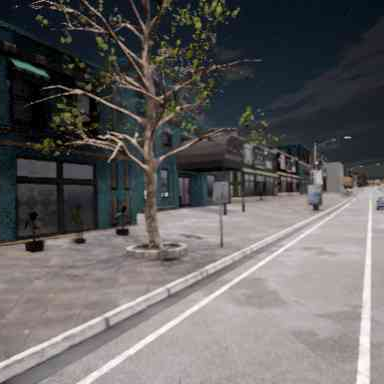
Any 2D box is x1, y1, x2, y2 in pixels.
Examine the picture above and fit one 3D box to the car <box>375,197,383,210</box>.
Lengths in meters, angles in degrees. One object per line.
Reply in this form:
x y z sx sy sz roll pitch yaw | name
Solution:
21.491 1.226 36.971 2.033 1.411 5.357 -2 0 29 | car
